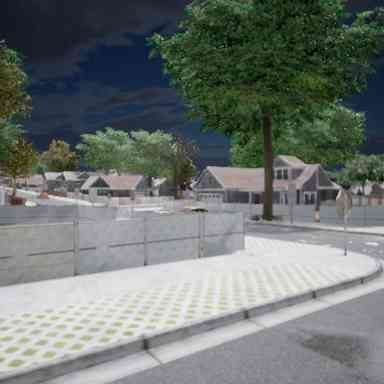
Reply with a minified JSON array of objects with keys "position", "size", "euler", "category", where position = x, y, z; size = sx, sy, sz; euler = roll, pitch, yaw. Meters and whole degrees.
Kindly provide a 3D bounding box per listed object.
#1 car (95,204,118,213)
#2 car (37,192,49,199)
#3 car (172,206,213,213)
[{"position":[-10.588,2.081,40.291],"size":[1.895,1.301,4.718],"euler":[0,0,-35],"category":"car"},{"position":[-37.166,0.762,82.763],"size":[2.097,1.767,4.553],"euler":[0,2,-35],"category":"car"},{"position":[0.335,1.817,24.622],"size":[1.882,1.535,5.008],"euler":[0,-1,-35],"category":"car"}]
